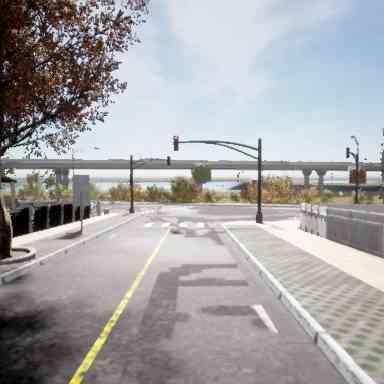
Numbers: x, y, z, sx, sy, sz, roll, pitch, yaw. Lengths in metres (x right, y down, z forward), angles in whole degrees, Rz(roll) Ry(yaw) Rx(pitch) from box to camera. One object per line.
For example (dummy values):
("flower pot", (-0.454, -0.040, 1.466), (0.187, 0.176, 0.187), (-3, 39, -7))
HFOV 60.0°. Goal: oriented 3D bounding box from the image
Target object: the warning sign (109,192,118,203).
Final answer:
("warning sign", (-14.247, 0.997, 60.260), (1.060, 1.860, 1.300), (2, 1, 36))
